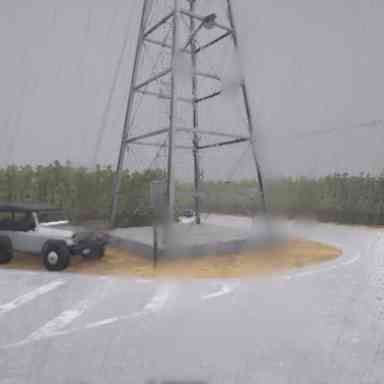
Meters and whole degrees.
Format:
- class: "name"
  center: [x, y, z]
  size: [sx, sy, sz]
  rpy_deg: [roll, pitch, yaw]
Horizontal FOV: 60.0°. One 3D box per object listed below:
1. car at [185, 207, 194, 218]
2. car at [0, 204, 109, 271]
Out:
- class: "car"
  center: [-1.636, 1.660, 30.132]
  size: [1.994, 1.385, 4.181]
  rpy_deg: [0, 0, -36]
- class: "car"
  center: [-4.775, 1.351, 10.779]
  size: [3.866, 1.878, 1.905]
  rpy_deg: [0, 0, 23]
